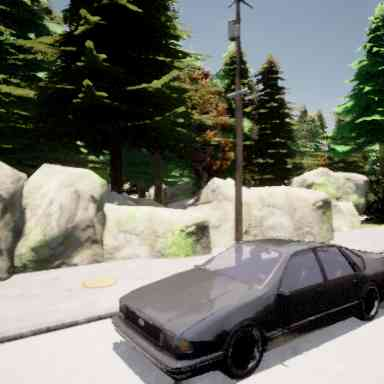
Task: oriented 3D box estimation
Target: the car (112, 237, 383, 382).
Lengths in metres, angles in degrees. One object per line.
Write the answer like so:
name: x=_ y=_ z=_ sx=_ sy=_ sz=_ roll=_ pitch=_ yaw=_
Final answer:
car: x=1.472 y=1.527 z=5.651 sx=5.357 sy=1.411 sz=2.033 roll=0 pitch=0 yaw=-35
